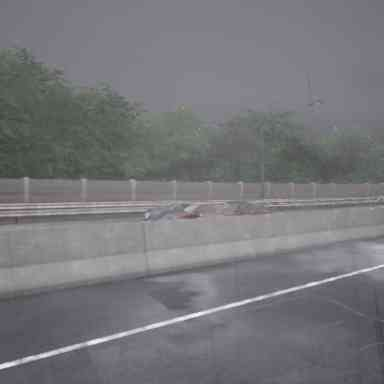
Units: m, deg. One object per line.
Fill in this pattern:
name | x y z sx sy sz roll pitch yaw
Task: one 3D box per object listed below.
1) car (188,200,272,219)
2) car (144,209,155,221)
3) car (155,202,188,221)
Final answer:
car | 2.409 1.337 18.498 4.553 1.767 2.097 0 0 -35
car | -1.138 1.472 24.560 4.902 1.511 2.128 0 0 -35
car | 0.288 1.509 21.303 4.674 1.442 1.812 0 0 -35
